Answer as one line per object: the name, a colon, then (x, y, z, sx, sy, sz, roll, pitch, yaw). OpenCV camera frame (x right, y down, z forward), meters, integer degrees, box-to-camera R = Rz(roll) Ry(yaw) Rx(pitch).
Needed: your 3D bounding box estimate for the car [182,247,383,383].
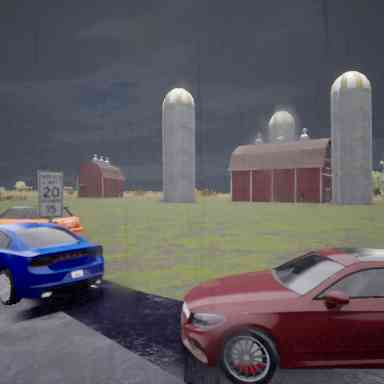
car: (2.193, 1.546, 4.688, 4.674, 1.442, 1.812, 1, 0, 0)

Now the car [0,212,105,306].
car: (-4.225, 1.480, 8.182, 5.008, 1.535, 1.882, 0, 0, 38)

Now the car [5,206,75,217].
car: (-7.098, 1.367, 14.175, 4.553, 1.767, 2.097, 0, 0, 13)
